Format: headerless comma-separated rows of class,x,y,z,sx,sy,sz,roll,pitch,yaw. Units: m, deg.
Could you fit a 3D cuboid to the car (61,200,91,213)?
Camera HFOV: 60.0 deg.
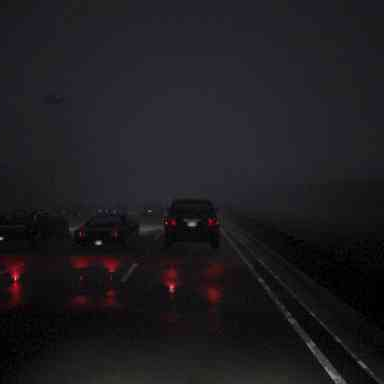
car,-10.500,1.485,29.650,1.882,1.535,5.008,0,0,0

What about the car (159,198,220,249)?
car,0.000,1.258,14.680,2.150,2.045,5.566,0,0,0

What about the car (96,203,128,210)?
car,-7.000,1.616,29.680,1.895,1.301,4.718,0,0,0

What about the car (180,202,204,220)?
car,0.000,1.617,29.680,1.895,1.301,4.718,0,0,0

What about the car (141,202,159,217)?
car,-3.500,1.573,29.650,1.994,1.385,4.181,0,0,0

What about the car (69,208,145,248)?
car,-3.500,1.616,14.680,1.895,1.301,4.718,0,0,0

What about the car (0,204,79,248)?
car,-7.000,1.495,14.650,2.128,1.511,4.902,0,0,0
